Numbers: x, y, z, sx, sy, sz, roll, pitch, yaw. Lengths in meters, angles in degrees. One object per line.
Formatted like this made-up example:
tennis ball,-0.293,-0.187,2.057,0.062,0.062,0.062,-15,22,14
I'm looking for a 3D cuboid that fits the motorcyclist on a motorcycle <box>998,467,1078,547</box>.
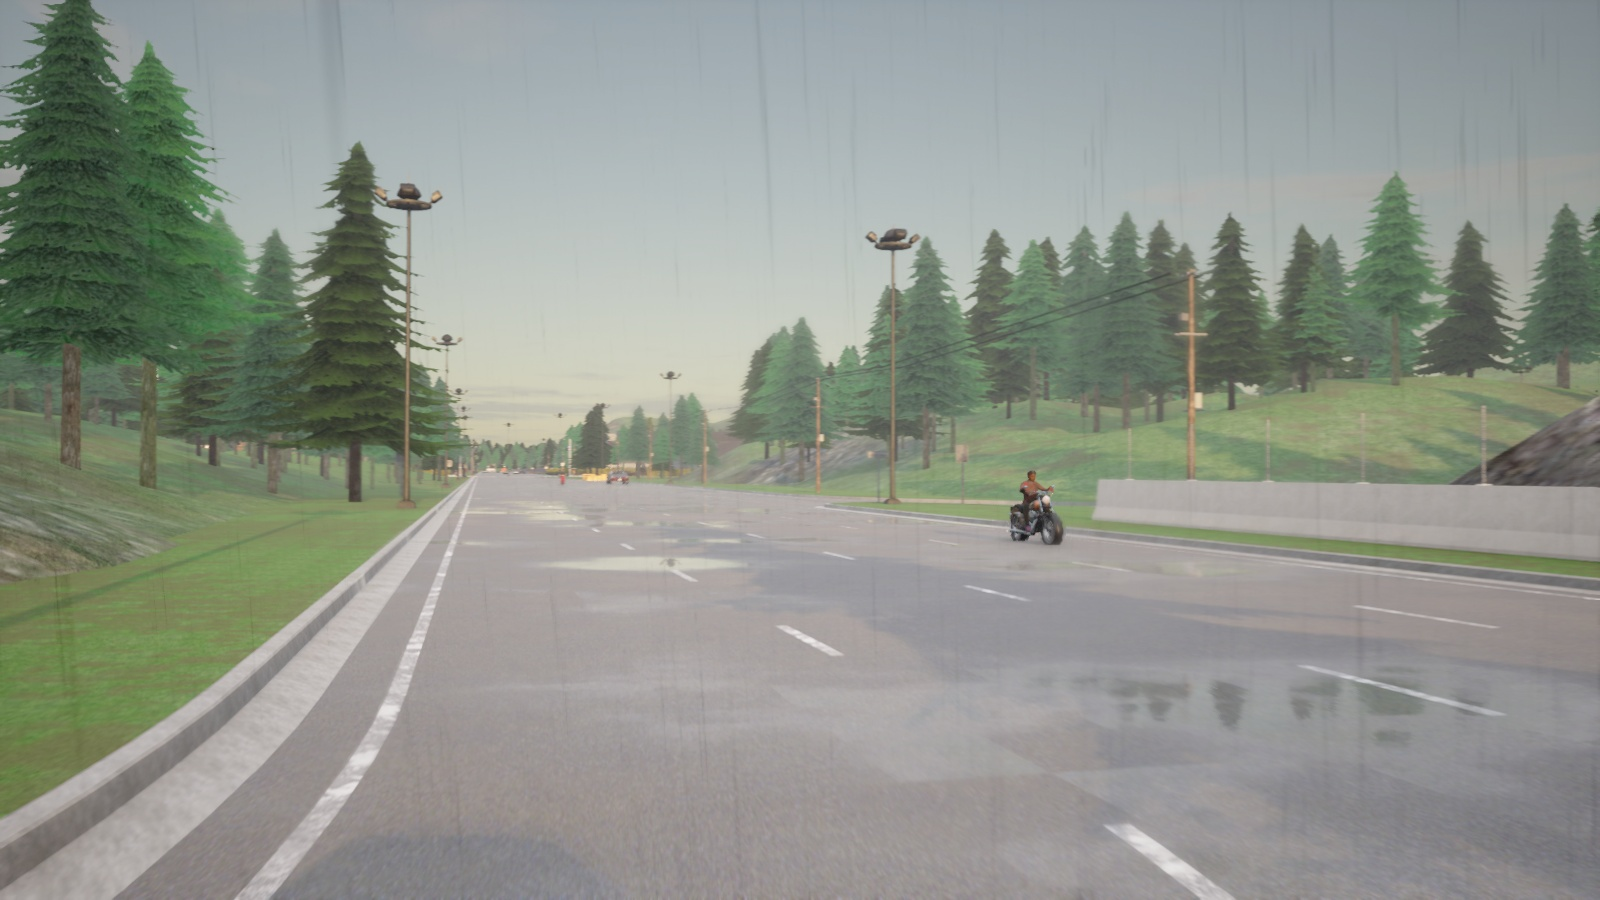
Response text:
motorcyclist on a motorcycle,5.114,1.195,27.199,0.766,1.649,2.350,0,-1,-14
